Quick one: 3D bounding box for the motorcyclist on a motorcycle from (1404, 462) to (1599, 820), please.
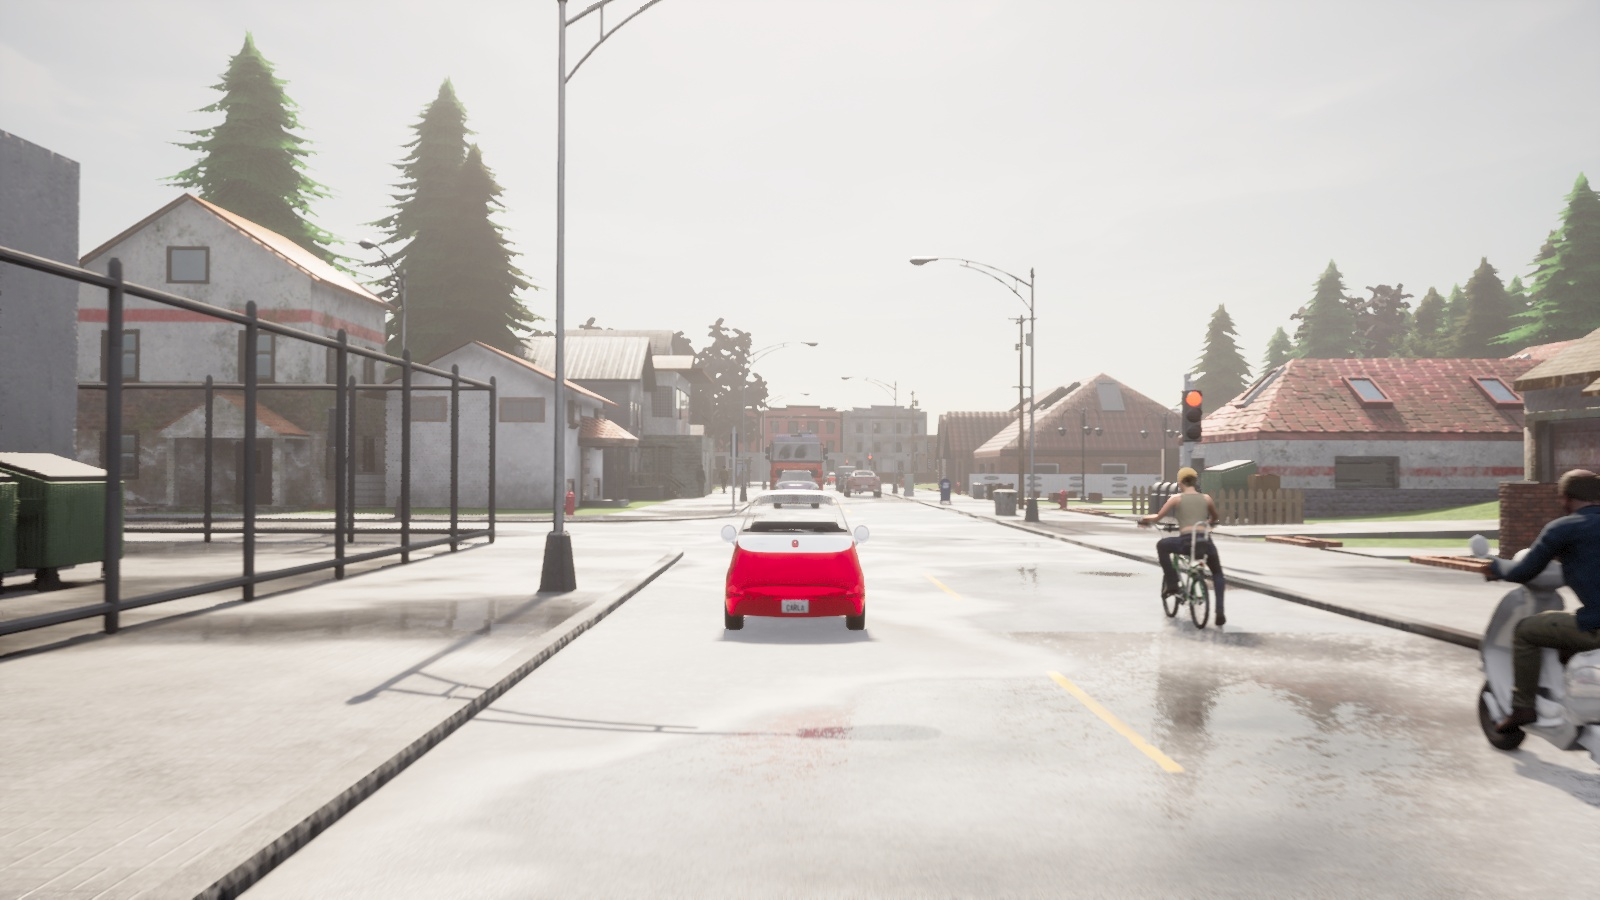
[{"bbox_3d":[3.982,0.860,6.444,0.866,1.590,1.817,0,-1,0],"label":"motorcyclist on a motorcycle"}]

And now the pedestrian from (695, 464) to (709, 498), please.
[{"bbox_3d":[-5.443,1.710,69.543,0.370,1.835,0.726,-1,-1,41],"label":"pedestrian"}]

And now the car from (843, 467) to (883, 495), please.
[{"bbox_3d":[3.805,1.857,76.395,2.152,1.651,5.027,0,-1,0],"label":"car"}]

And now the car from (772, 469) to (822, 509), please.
[{"bbox_3d":[-0.147,1.655,54.328,2.033,1.649,4.856,0,-1,-1],"label":"car"}]

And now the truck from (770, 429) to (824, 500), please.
[{"bbox_3d":[-0.186,0.850,71.651,2.891,3.827,8.468,0,-1,0],"label":"truck"}]

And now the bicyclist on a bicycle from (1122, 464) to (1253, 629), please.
[{"bbox_3d":[3.978,0.953,13.009,0.866,1.612,1.509,0,-1,0],"label":"bicyclist on a bicycle"}]

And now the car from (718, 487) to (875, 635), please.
[{"bbox_3d":[-0.042,1.088,13.050,1.481,1.376,2.207,0,-1,0],"label":"car"}]

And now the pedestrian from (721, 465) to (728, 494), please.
[{"bbox_3d":[-4.839,1.890,80.436,0.431,1.840,0.709,0,-1,0],"label":"pedestrian"}]
